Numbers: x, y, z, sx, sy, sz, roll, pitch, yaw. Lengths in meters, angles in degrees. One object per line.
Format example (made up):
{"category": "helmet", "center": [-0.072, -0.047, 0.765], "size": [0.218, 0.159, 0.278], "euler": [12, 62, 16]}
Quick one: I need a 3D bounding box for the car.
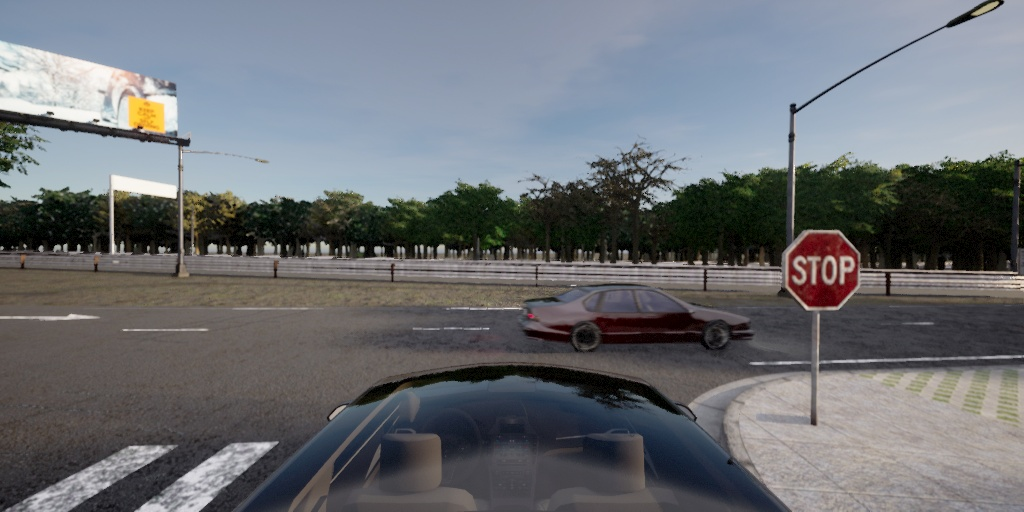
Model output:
{"category": "car", "center": [2.799, 1.386, 8.641], "size": [5.357, 1.411, 2.033], "euler": [1, 1, -6]}
